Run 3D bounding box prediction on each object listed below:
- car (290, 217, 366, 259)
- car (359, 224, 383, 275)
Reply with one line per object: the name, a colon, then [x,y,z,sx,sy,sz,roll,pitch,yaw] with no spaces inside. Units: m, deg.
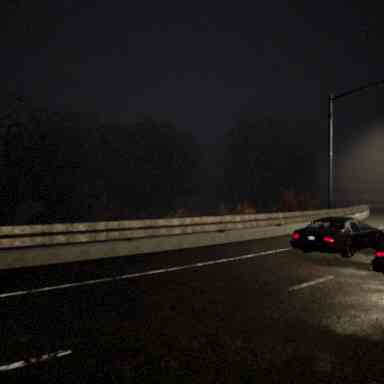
car: [6.105,1.732,13.612,5.357,1.411,2.033,1,-1,-43]
car: [7.136,1.705,9.838,5.357,1.411,2.033,1,-1,-42]
